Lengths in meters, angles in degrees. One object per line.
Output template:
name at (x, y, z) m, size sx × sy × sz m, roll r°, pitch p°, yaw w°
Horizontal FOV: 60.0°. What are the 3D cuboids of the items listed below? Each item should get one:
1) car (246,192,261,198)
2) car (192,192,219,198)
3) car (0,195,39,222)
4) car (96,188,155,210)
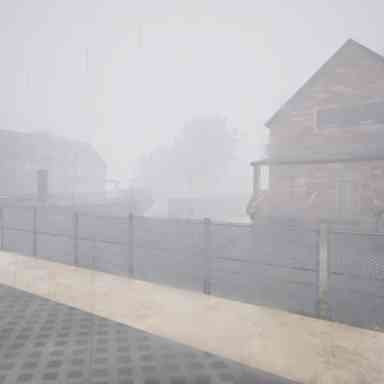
car at (8.924, 0.592, 44.694) m, size 1.895 × 1.301 × 4.718 m, roll 1°, pitch 2°, yaw 36°
car at (1.708, 0.705, 39.657) m, size 1.994 × 1.385 × 4.181 m, roll 1°, pitch 2°, yaw 35°
car at (-11.881, 1.045, 20.557) m, size 2.097 × 1.767 × 4.553 m, roll 1°, pitch 2°, yaw 34°
car at (-5.705, 0.662, 29.291) m, size 2.150 × 2.045 × 5.566 m, roll 1°, pitch 2°, yaw 36°
